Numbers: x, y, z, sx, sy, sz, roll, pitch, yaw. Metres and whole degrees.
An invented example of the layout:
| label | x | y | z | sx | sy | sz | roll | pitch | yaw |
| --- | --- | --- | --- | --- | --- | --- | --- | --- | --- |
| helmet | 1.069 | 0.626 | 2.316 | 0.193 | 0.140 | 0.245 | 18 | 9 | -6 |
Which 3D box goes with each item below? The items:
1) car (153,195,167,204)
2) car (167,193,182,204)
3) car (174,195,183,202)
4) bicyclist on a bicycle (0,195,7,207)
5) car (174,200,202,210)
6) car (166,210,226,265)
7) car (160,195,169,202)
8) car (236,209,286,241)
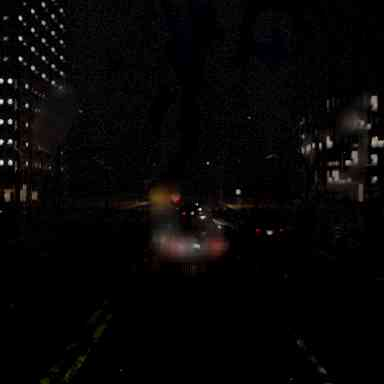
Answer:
| label | x | y | z | sx | sy | sz | roll | pitch | yaw |
| --- | --- | --- | --- | --- | --- | --- | --- | --- | --- |
| car | -6.525 | 1.534 | 65.988 | 1.882 | 1.535 | 5.008 | 0 | 0 | 0 |
| car | -3.277 | 1.277 | 66.128 | 2.150 | 2.045 | 5.566 | 0 | 0 | 0 |
| car | -3.401 | 1.574 | 81.787 | 2.128 | 1.511 | 4.902 | 0 | 0 | -2 |
| bicyclist on a bicycle | -24.716 | 1.196 | 43.483 | 0.582 | 1.620 | 1.656 | 0 | 1 | 1 |
| car | -0.174 | 1.589 | 26.407 | 2.033 | 1.411 | 5.357 | 0 | 0 | -5 |
| car | 0.099 | 1.569 | 11.718 | 2.033 | 1.411 | 5.357 | 0 | 0 | 0 |
| car | -6.643 | 1.528 | 81.451 | 1.882 | 1.535 | 5.008 | 0 | 0 | -2 |
| car | 3.346 | 1.554 | 16.617 | 1.812 | 1.442 | 4.674 | 0 | 0 | 0 |
